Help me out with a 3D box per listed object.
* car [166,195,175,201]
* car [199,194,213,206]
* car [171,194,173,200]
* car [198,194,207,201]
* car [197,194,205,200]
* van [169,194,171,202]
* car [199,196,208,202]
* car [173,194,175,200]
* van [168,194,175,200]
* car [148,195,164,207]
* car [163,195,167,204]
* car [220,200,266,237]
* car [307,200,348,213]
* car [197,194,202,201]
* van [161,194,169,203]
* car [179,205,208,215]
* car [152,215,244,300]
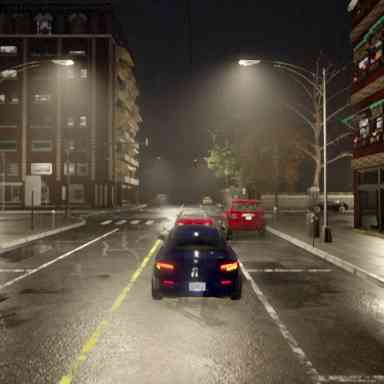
[{"bbox_3d":[-5.759,1.605,89.439,2.008,1.369,4.403,1,0,0],"label":"car"},{"bbox_3d":[2.652,1.551,56.379,1.752,1.417,4.829,1,0,0],"label":"car"},{"bbox_3d":[-5.744,1.620,72.824,1.802,1.307,4.206,1,0,0],"label":"car"},{"bbox_3d":[2.630,1.364,83.900,2.192,1.841,5.009,1,0,0],"label":"car"},{"bbox_3d":[2.620,1.375,94.975,2.192,1.841,5.009,1,0,0],"label":"car"},{"bbox_3d":[-5.734,1.374,67.285,1.690,1.788,3.998,1,0,0],"label":"van"},{"bbox_3d":[2.631,1.609,78.362,1.947,1.339,4.313,1,0,0],"label":"car"},{"bbox_3d":[-5.749,1.594,78.362,2.008,1.369,4.403,1,0,0],"label":"car"},{"bbox_3d":[-5.760,1.401,94.978,1.690,1.788,3.998,1,0,0],"label":"van"},{"bbox_3d":[-5.723,1.603,50.670,1.802,1.307,4.206,1,0,0],"label":"car"},{"bbox_3d":[-5.729,1.607,56.207,1.802,1.307,4.206,1,0,0],"label":"car"},{"bbox_3d":[2.691,1.319,18.179,2.192,1.841,5.009,1,0,0],"label":"car"},{"bbox_3d":[15.179,1.601,37.223,4.313,1.339,1.947,0,-1,0],"label":"car"},{"bbox_3d":[2.637,1.589,72.823,2.008,1.369,4.403,1,0,0],"label":"car"},{"bbox_3d":[-5.729,1.370,61.746,1.690,1.788,3.998,1,0,0],"label":"van"},{"bbox_3d":[0.084,1.605,17.989,1.895,1.301,4.718,0,0,0],"label":"car"},{"bbox_3d":[0.094,1.527,8.246,1.812,1.442,4.674,0,0,0],"label":"car"}]
